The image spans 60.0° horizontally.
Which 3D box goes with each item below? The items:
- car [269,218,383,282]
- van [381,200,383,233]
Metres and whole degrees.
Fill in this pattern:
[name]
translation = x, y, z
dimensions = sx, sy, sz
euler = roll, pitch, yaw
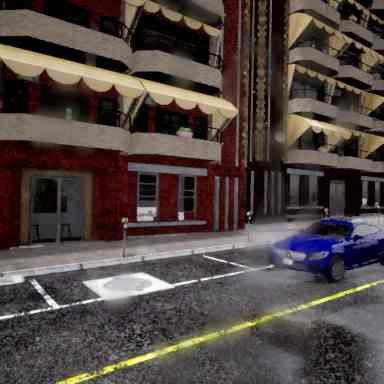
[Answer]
[car]
translation = 4.354, 1.531, 9.887
dimensions = 4.674, 1.442, 1.812
euler = 0, 0, -36
[van]
translation = 12.475, 1.358, 18.679
dimensions = 3.998, 1.788, 1.690
euler = 0, 1, -35
